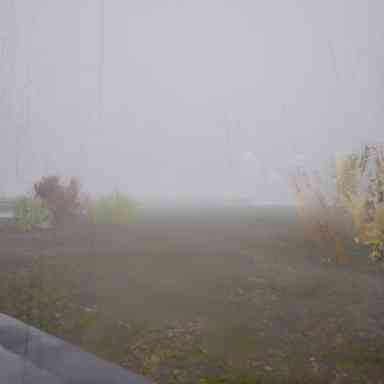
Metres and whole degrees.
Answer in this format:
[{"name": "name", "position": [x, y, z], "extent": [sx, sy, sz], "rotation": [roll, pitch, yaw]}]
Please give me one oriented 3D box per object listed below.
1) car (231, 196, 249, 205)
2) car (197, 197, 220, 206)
[{"name": "car", "position": [9.344, 1.581, 64.595], "extent": [2.097, 1.767, 4.553], "rotation": [0, -1, 35]}, {"name": "car", "position": [2.812, 1.590, 55.371], "extent": [2.128, 1.511, 4.902], "rotation": [0, -1, 36]}]
